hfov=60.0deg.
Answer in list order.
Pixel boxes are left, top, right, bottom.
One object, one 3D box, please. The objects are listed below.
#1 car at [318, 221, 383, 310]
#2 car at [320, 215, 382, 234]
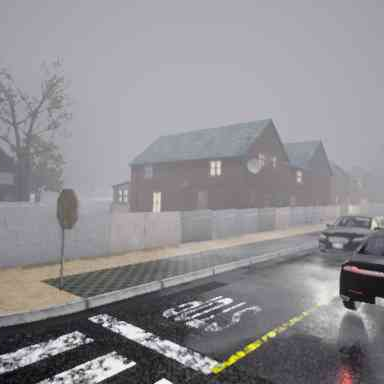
[{"bbox_3d":[4.738,1.621,7.190,2.128,1.511,4.902,0,-1,42],"label":"car"},{"bbox_3d":[6.933,1.742,13.959,2.128,1.511,4.902,0,-1,42],"label":"car"}]
